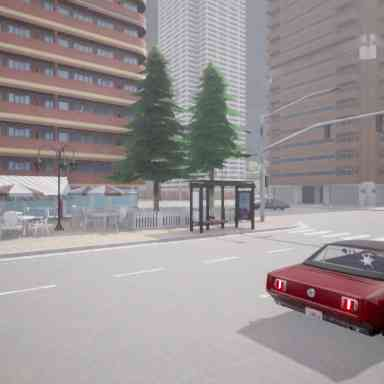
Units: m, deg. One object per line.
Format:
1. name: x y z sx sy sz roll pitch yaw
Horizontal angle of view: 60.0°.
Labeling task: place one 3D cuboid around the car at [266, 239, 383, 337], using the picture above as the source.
1. car: 3.697 1.601 6.444 4.718 1.301 1.895 0 0 -36

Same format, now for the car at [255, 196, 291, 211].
1. car: 10.023 1.603 42.745 2.033 1.411 5.357 0 0 -36
